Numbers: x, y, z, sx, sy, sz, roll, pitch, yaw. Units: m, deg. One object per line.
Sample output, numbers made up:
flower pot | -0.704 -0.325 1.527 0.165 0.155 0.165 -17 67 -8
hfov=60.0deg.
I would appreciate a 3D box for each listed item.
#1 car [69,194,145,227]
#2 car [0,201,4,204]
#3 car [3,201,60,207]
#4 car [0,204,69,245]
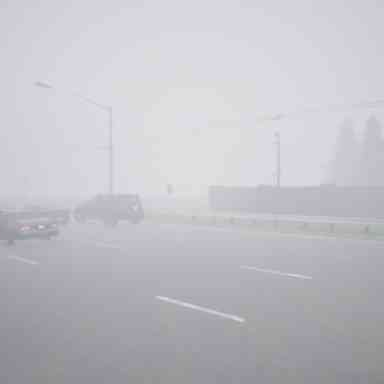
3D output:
car | -5.604 1.140 22.244 5.566 2.045 2.150 0 0 39
car | -19.796 1.515 33.581 4.718 1.301 1.895 0 0 39
car | -9.720 1.414 21.054 5.008 1.535 1.882 0 0 39
car | -8.222 1.504 15.378 5.357 1.411 2.033 0 0 39
